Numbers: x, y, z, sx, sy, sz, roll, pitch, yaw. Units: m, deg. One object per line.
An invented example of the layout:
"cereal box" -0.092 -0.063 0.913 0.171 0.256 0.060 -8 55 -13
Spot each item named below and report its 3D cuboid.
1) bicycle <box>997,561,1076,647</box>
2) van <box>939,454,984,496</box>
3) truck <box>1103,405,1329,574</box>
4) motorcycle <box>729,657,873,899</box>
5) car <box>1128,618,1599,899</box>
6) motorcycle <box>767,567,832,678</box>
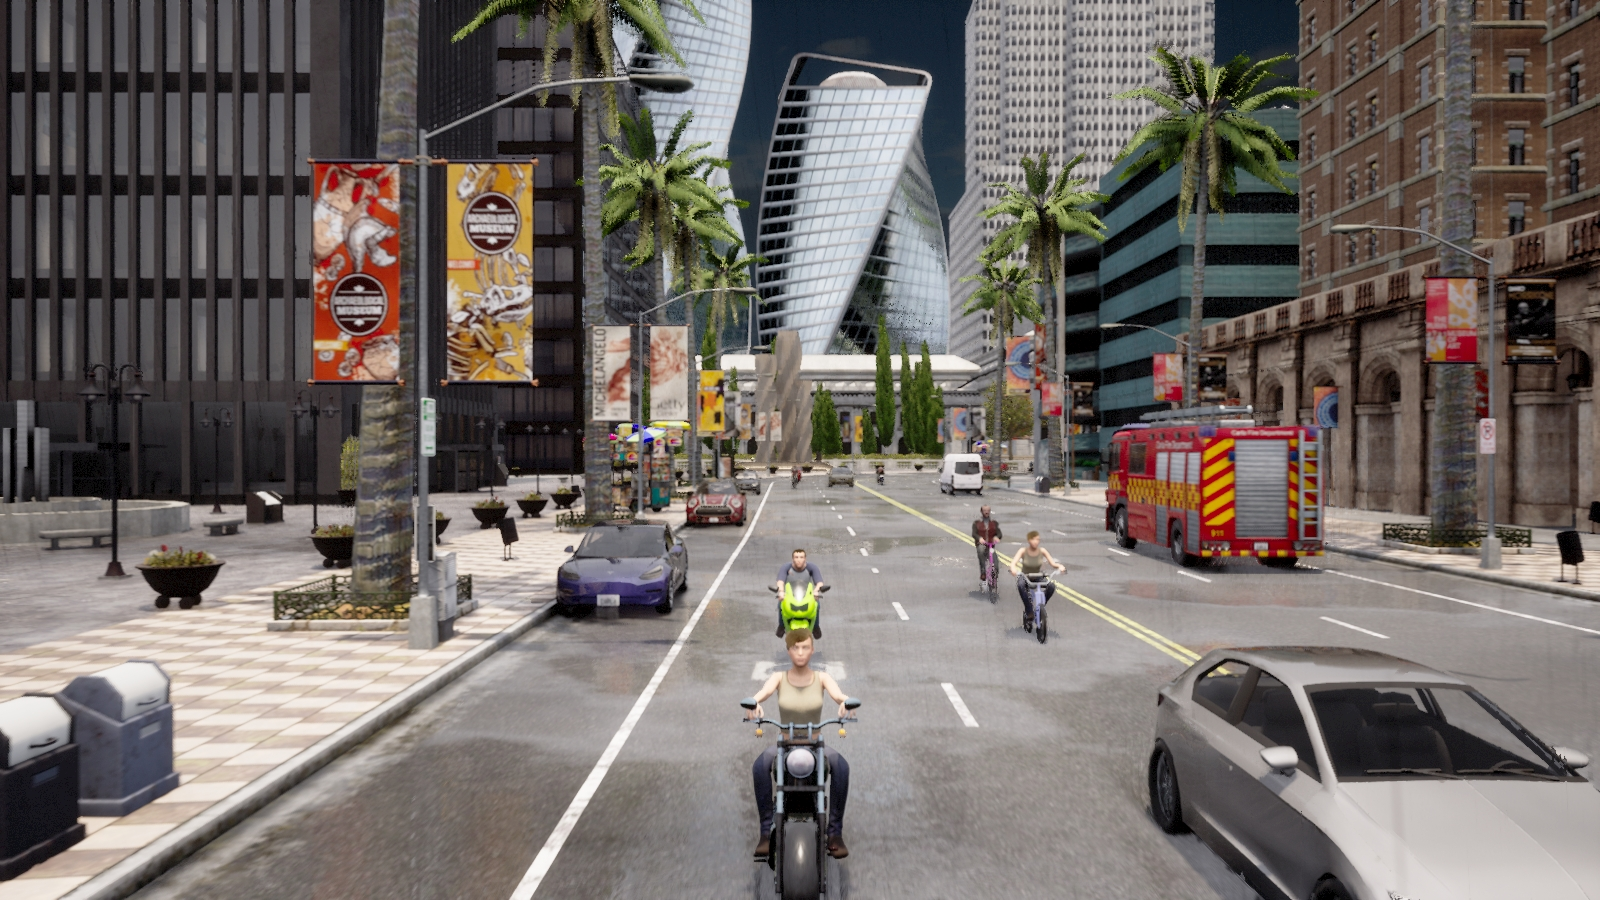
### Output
"bicycle" 3.490 2.258 16.978 0.859 1.080 1.487 0 0 0
"van" 10.172 1.539 72.415 1.988 2.561 5.915 0 0 -1
"truck" 10.516 0.892 30.024 2.891 3.827 8.468 0 0 0
"motorcycle" 0.006 2.170 7.263 0.764 1.277 2.356 0 0 0
"car" 3.500 2.066 6.945 1.816 1.474 4.193 0 0 0
"motorcycle" -0.008 2.214 14.958 0.803 1.145 2.033 0 0 0
